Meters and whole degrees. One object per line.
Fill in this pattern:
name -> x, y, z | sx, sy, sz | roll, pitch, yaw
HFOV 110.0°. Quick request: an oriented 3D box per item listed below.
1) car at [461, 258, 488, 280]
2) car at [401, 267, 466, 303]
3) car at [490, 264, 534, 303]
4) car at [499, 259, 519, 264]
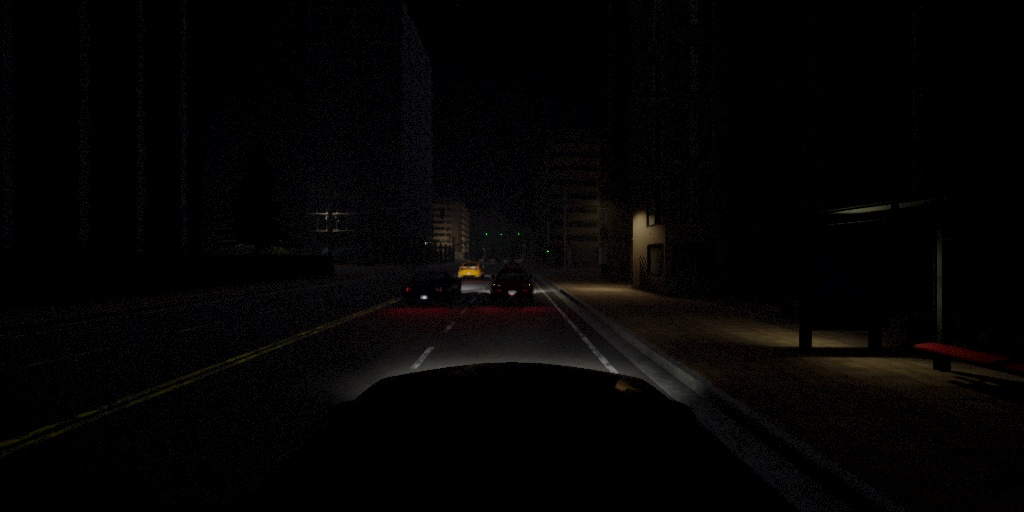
car -> -3.500, 1.233, 31.500 | 1.882, 1.535, 5.008 | 0, 0, 0
car -> -3.500, 1.364, 16.530 | 1.895, 1.301, 4.718 | 0, 0, 0
car -> 0.000, 1.281, 16.500 | 1.812, 1.442, 4.674 | 0, 0, 0
car -> 0.000, 1.281, 31.500 | 1.812, 1.442, 4.674 | 0, 0, 0
